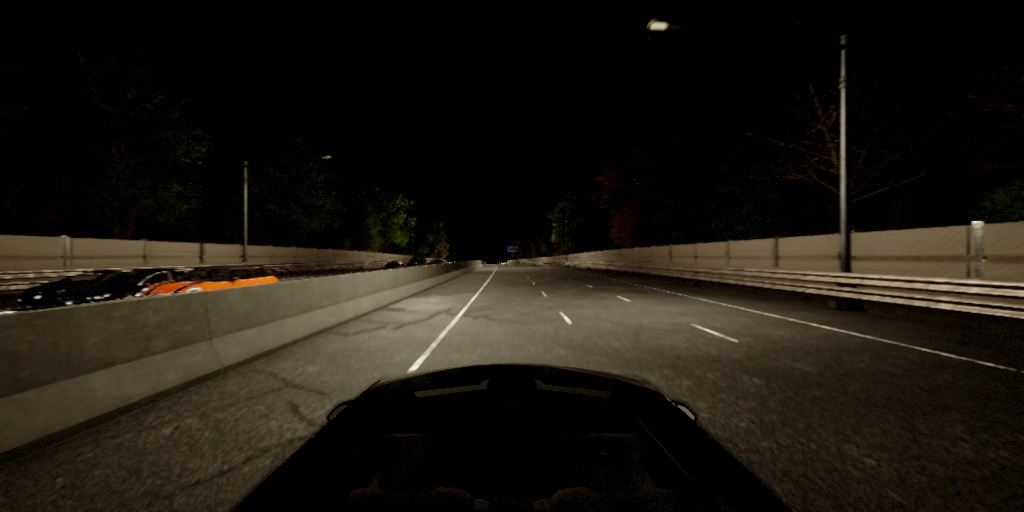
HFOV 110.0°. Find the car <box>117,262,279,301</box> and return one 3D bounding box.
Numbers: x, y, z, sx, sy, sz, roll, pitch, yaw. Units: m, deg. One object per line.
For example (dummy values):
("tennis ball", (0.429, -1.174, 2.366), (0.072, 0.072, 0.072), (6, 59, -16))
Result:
("car", (-10.626, 1.120, 12.930), (2.097, 1.767, 4.553), (0, 0, 0))

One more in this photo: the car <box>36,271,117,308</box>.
("car", (-14.132, 1.278, 13.847), (1.837, 1.490, 4.892), (0, 0, 0))

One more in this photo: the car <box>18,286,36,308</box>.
("car", (-17.641, 1.342, 15.330), (1.994, 1.385, 4.181), (0, 0, 0))

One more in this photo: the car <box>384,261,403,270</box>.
("car", (-18.313, 1.438, 56.228), (2.033, 1.411, 5.357), (0, -1, -1))

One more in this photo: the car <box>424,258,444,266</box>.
("car", (-11.262, 1.335, 53.683), (1.882, 1.535, 5.008), (0, 0, -1))

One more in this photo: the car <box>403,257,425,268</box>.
("car", (-14.821, 1.107, 56.321), (2.150, 2.045, 5.566), (0, -1, -1))
